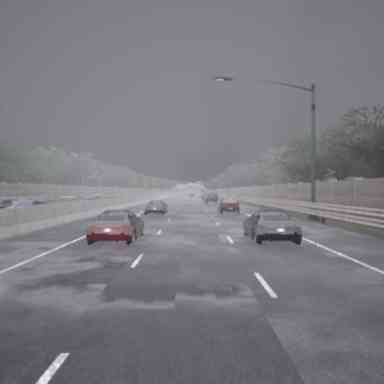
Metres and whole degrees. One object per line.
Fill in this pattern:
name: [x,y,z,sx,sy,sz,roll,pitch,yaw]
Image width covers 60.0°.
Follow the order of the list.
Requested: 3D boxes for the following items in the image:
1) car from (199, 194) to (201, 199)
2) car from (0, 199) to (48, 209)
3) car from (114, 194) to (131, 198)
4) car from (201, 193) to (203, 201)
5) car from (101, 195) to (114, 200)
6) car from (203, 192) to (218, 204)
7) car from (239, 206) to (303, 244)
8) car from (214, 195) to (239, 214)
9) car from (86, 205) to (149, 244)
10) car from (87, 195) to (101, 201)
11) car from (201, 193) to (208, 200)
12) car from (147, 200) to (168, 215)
car: [3.464,0.989,79.466,2.150,2.045,5.566,0,0,0]
car: [-14.108,1.379,28.436,1.882,1.535,5.008,0,0,0]
car: [-14.032,1.118,69.077,2.097,1.767,4.553,0,0,0]
car: [3.469,1.014,68.464,2.150,2.045,5.566,0,0,0]
car: [-17.533,1.316,72.104,2.033,1.411,5.357,0,0,0]
car: [3.474,1.041,57.462,2.150,2.045,5.566,0,0,0]
car: [3.593,1.507,15.448,1.994,1.385,4.181,0,0,0]
car: [3.585,1.364,33.332,1.882,1.535,5.008,0,0,0]
car: [-3.407,1.507,15.408,1.994,1.385,4.181,0,0,0]
car: [-21.033,1.316,72.103,2.033,1.411,5.357,0,0,0]
car: [3.459,1.202,90.628,1.801,1.575,5.366,0,0,0]
car: [-3.415,1.453,32.327,1.994,1.385,4.181,0,0,0]
